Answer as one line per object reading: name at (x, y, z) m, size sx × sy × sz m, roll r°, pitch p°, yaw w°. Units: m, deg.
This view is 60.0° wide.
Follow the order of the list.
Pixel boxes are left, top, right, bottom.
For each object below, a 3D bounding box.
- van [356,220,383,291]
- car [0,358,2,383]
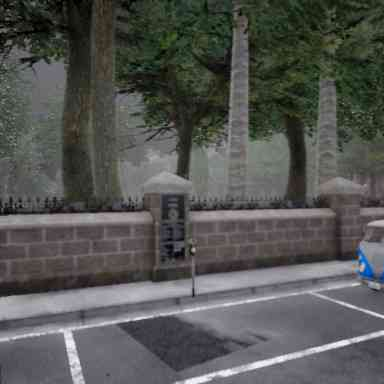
van at (5.922, 1.547, 8.205) m, size 3.998 × 1.788 × 1.690 m, roll 0°, pitch -2°, yaw -25°
car at (-3.278, 1.547, 1.030) m, size 4.902 × 1.511 × 2.128 m, roll 0°, pitch -2°, yaw -25°
